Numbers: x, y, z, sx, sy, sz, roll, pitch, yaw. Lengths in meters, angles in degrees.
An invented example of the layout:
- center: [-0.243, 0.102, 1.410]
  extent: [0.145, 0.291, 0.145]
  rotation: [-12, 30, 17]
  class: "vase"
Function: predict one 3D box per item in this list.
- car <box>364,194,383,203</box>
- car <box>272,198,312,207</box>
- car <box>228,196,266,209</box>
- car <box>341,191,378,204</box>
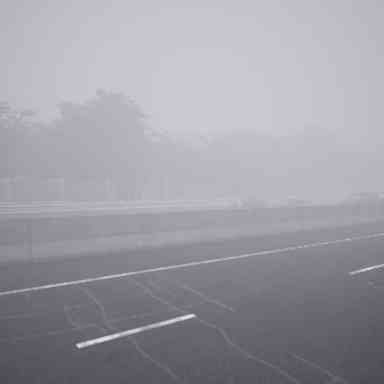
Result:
- center: [20.698, 1.269, 35.310]
  extent: [4.892, 1.490, 1.837]
  rotation: [-1, 0, -34]
  class: "car"
- center: [11.289, 1.388, 37.250]
  extent: [5.357, 1.411, 2.033]
  rotation: [-1, 0, -34]
  class: "car"
- center: [6.167, 1.234, 37.184]
  extent: [4.553, 1.767, 2.097]
  rotation: [-1, 0, -37]
  class: "car"
- center: [19.842, 0.969, 38.962]
  extent: [5.566, 2.045, 2.150]
  rotation: [-1, 1, -34]
  class: "car"
